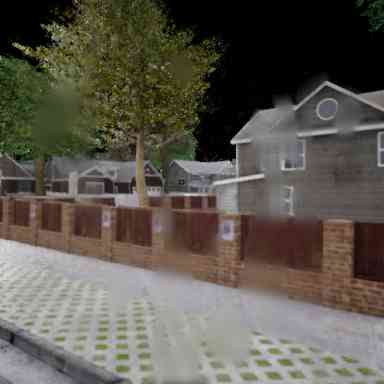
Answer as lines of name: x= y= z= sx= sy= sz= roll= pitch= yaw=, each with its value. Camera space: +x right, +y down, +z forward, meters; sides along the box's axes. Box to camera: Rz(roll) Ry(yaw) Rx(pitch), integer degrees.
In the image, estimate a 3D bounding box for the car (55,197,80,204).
car: x=-8.911 y=1.113 z=24.102 sx=2.128 sy=1.511 sz=4.902 roll=0 pitch=0 yaw=37
